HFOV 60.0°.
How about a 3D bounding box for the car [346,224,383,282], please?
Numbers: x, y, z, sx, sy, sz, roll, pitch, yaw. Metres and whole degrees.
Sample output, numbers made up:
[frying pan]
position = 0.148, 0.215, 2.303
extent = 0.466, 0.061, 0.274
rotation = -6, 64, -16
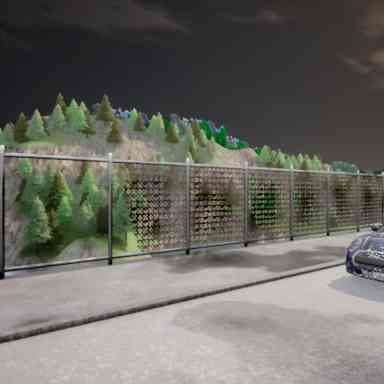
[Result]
[car]
position = 6.158, 1.348, 8.943
extent = 4.553, 1.767, 2.097
rotation = 0, 0, -35
